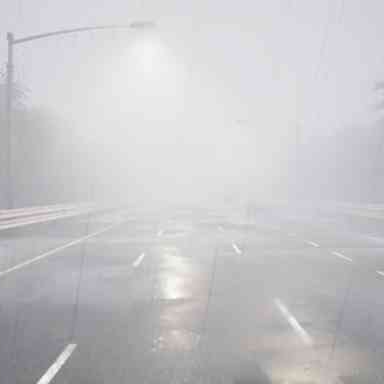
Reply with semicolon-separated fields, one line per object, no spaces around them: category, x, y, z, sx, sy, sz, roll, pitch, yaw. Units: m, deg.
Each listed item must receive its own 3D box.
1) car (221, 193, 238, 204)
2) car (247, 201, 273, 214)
car;7.184;1.186;61.389;2.150;2.045;5.566;0;0;0
car;7.060;1.593;35.154;1.895;1.301;4.718;0;0;0
